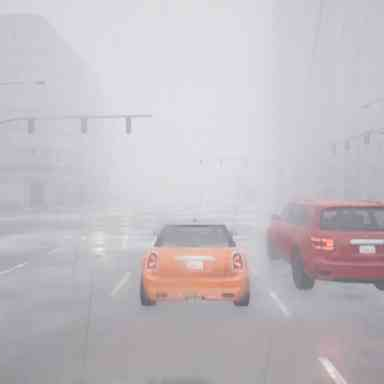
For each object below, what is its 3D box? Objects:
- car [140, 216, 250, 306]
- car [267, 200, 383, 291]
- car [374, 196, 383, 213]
[{"bbox_3d":[0.076,1.349,8.171,2.097,1.767,4.553,0,0,1],"label":"car"},{"bbox_3d":[3.555,1.218,9.191,2.150,2.045,5.566,0,0,3],"label":"car"},{"bbox_3d":[22.141,1.337,35.308,4.553,1.767,2.097,0,0,1],"label":"car"}]
